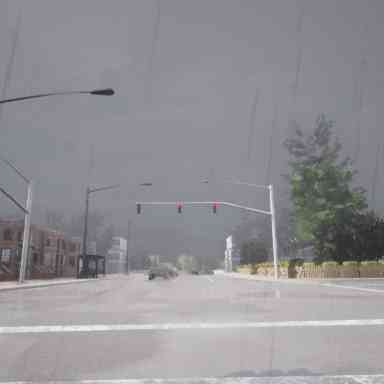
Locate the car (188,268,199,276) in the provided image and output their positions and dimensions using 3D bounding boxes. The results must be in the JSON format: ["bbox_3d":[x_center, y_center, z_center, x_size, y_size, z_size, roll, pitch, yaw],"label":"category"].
[{"bbox_3d":[0.318,14.644,61.313,2.033,1.411,5.357,-1,-13,0],"label":"car"}]

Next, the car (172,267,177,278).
[{"bbox_3d":[-3.442,11.052,45.555,1.895,1.301,4.718,-1,-13,0],"label":"car"}]

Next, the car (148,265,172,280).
[{"bbox_3d":[-3.493,8.613,35.594,1.837,1.490,4.892,-1,-13,0],"label":"car"}]
